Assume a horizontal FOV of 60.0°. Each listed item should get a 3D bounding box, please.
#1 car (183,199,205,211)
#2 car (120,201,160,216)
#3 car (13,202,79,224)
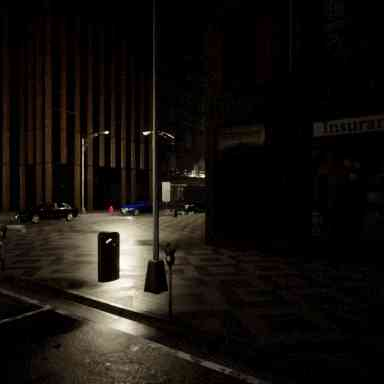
[{"bbox_3d":[0.764,1.628,42.663,2.128,1.511,4.902,0,0,35],"label":"car"},{"bbox_3d":[-5.251,1.626,34.184,1.812,1.442,4.674,0,0,36],"label":"car"},{"bbox_3d":[-11.184,1.568,25.791,1.837,1.490,4.892,0,0,35],"label":"car"}]
